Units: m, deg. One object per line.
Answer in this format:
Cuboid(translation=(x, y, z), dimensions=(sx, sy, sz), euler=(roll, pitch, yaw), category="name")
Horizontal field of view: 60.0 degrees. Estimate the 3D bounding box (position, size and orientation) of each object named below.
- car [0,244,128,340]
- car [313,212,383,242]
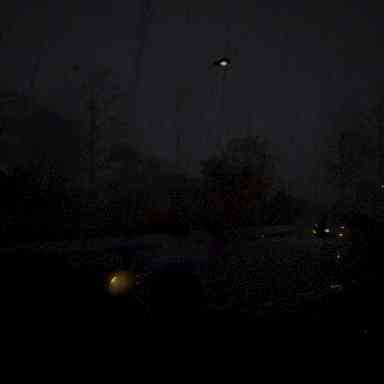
Cuboid(translation=(-3.726, 1.548, 5.028), dimensions=(5.357, 1.411, 2.033), euler=(1, -1, -36), category="car")
Cuboid(translation=(8.347, 1.769, 17.754), dimensions=(4.181, 1.385, 1.994), euler=(1, -1, -36), category="car")
